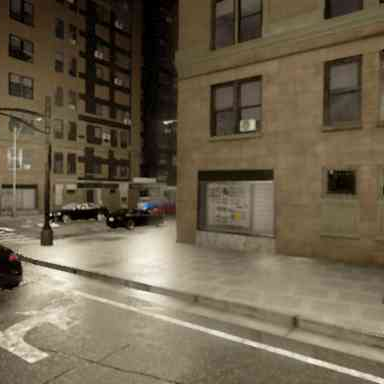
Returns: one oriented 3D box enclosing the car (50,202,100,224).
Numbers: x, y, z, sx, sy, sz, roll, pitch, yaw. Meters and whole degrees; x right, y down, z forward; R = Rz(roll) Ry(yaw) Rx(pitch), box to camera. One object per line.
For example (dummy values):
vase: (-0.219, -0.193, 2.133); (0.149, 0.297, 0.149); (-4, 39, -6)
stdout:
car: (-8.694, 1.562, 25.449); (2.128, 1.511, 4.902); (1, 0, 38)

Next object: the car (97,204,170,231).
car: (-3.746, 1.734, 22.156); (1.947, 1.339, 4.313); (1, 0, 36)

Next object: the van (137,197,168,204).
van: (-4.224, 1.457, 36.060); (1.690, 1.788, 3.998); (1, 0, 36)

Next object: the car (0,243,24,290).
car: (-5.826, 1.546, 7.834); (4.181, 1.385, 1.994); (0, 0, 36)

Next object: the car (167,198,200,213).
car: (-1.009, 1.600, 40.517); (1.967, 1.590, 4.097); (1, 0, 36)

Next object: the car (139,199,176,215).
car: (-2.909, 1.711, 33.471); (1.994, 1.385, 4.181); (1, 0, 37)
